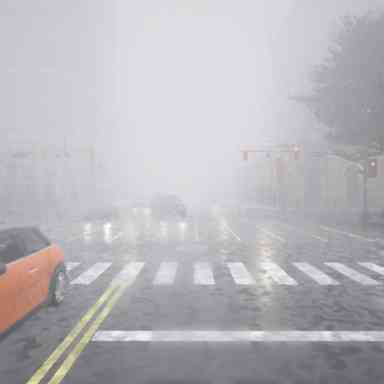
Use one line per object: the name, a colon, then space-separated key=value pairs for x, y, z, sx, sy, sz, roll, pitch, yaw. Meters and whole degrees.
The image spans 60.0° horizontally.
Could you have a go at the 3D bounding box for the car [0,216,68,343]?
car: x=-3.599 y=1.352 z=4.924 sx=2.097 sy=1.767 sz=4.553 roll=0 pitch=0 yaw=0

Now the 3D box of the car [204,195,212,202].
car: x=3.691 y=1.525 z=78.514 sx=2.128 sy=1.511 sz=4.902 roll=0 pitch=0 yaw=1

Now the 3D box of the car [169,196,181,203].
car: x=-3.418 y=1.548 z=68.713 sx=2.033 sy=1.411 sz=5.357 roll=0 pitch=0 yaw=1

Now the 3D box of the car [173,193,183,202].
car: x=-3.300 y=1.224 z=79.431 sx=2.150 sy=2.045 sz=5.566 roll=0 pitch=0 yaw=1

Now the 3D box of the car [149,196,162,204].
car: x=-7.012 y=1.565 z=64.175 sx=1.994 sy=1.385 sz=4.181 roll=0 pitch=0 yaw=1

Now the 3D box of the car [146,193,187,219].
car: x=-2.188 y=1.221 z=29.137 sx=2.150 sy=2.045 sz=5.566 roll=-1 pitch=0 yaw=-18

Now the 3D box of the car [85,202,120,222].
car: x=-7.082 y=1.525 z=26.793 sx=1.812 sy=1.442 sz=4.674 roll=0 pitch=0 yaw=0

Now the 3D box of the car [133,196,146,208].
car: x=-7.089 y=1.352 z=47.421 sx=2.097 sy=1.767 sz=4.553 roll=0 pitch=0 yaw=0

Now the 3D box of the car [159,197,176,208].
car: x=-3.587 y=1.491 z=49.685 sx=2.128 sy=1.511 sz=4.902 roll=0 pitch=0 yaw=0

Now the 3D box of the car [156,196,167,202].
car: x=-6.846 y=1.595 z=75.169 sx=1.895 sy=1.301 sz=4.718 roll=0 pitch=0 yaw=1
